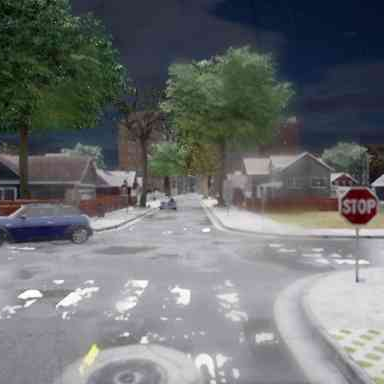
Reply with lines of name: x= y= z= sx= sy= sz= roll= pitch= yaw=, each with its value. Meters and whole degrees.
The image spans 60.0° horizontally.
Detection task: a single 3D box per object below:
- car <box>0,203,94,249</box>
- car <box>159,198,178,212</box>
car: x=-6.514 y=1.269 z=13.691 sx=4.553 sy=1.767 sz=2.097 roll=1 pitch=-1 yaw=-31
car: x=-2.637 y=1.427 z=37.686 sx=1.812 sy=1.442 sz=4.674 roll=0 pitch=0 yaw=0
